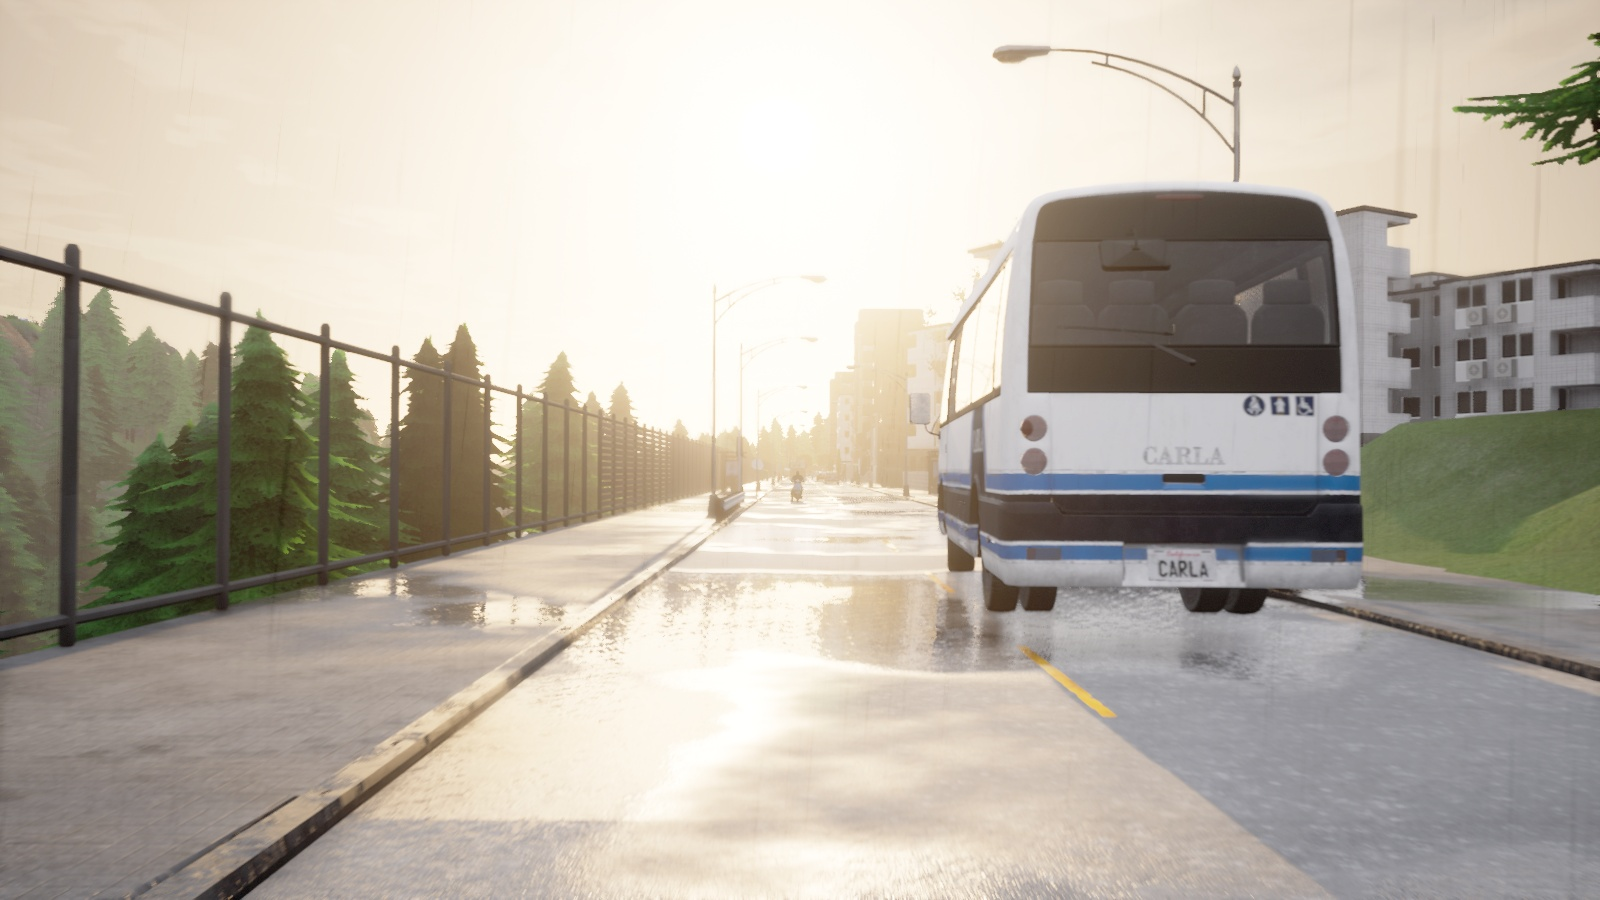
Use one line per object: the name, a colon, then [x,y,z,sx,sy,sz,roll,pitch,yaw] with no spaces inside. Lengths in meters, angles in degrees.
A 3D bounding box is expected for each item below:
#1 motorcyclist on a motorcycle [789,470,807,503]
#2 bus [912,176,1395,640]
motorcyclist on a motorcycle: [-0.091,1.827,63.258,0.866,1.590,1.817,0,-1,0]
bus: [3.693,-0.297,16.710,3.944,4.253,10.273,0,-1,3]
